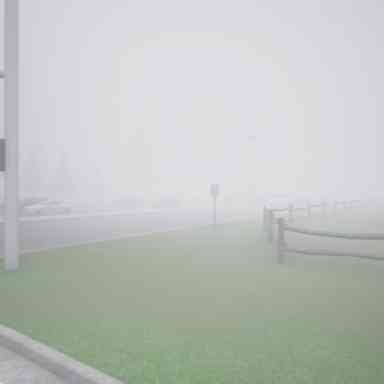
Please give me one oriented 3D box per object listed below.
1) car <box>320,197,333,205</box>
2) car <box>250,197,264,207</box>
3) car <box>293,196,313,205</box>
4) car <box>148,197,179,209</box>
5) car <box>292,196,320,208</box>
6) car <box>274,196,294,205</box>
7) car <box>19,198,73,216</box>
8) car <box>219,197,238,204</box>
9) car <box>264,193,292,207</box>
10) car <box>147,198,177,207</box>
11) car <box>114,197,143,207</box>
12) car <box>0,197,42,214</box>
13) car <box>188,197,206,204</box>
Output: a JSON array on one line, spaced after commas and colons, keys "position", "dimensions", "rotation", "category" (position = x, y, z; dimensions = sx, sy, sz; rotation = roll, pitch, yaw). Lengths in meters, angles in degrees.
[{"position": [22.435, 1.540, 56.607], "dimensions": [2.033, 1.411, 5.357], "rotation": [0, 0, 36], "category": "car"}, {"position": [10.835, 1.481, 52.445], "dimensions": [2.128, 1.511, 4.902], "rotation": [0, 0, 36], "category": "car"}, {"position": [19.617, 1.469, 58.683], "dimensions": [1.882, 1.535, 5.008], "rotation": [0, 0, 36], "category": "car"}, {"position": [-3.778, 1.491, 45.833], "dimensions": [1.837, 1.490, 4.892], "rotation": [0, 0, 35], "category": "car"}, {"position": [16.631, 1.557, 48.513], "dimensions": [1.994, 1.385, 4.181], "rotation": [0, 0, 36], "category": "car"}, {"position": [16.799, 1.467, 60.759], "dimensions": [1.882, 1.535, 5.008], "rotation": [0, 0, 36], "category": "car"}, {"position": [-13.629, 1.512, 31.714], "dimensions": [1.812, 1.442, 4.674], "rotation": [0, 0, 35], "category": "car"}, {"position": [6.642, 1.588, 60.445], "dimensions": [1.994, 1.385, 4.181], "rotation": [0, 0, 36], "category": "car"}, {"position": [13.510, 1.213, 50.165], "dimensions": [2.150, 2.045, 5.566], "rotation": [0, 0, 38], "category": "car"}, {"position": [-4.532, 1.585, 50.865], "dimensions": [1.895, 1.301, 4.718], "rotation": [0, 0, 35], "category": "car"}, {"position": [-9.458, 1.461, 49.927], "dimensions": [1.882, 1.535, 5.008], "rotation": [0, 0, 35], "category": "car"}, {"position": [-16.519, 1.336, 33.681], "dimensions": [2.097, 1.767, 4.553], "rotation": [0, 0, 35], "category": "car"}, {"position": [0.982, 1.594, 64.563], "dimensions": [1.994, 1.385, 4.181], "rotation": [0, 0, 36], "category": "car"}]
